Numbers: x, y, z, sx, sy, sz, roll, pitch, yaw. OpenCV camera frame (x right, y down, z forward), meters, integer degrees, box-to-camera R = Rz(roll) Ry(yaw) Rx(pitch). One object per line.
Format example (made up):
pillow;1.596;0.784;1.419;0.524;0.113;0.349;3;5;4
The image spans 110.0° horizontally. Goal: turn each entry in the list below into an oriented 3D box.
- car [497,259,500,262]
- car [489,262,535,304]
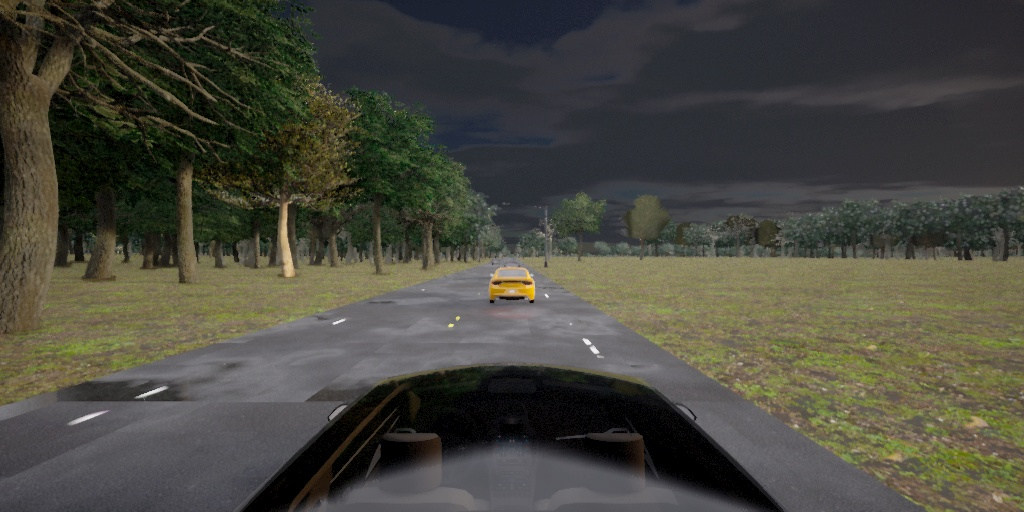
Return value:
car;0.000;1.258;31.504;2.128;1.511;4.902;0;0;0
car;0.000;1.240;16.500;1.882;1.535;5.008;0;0;0
